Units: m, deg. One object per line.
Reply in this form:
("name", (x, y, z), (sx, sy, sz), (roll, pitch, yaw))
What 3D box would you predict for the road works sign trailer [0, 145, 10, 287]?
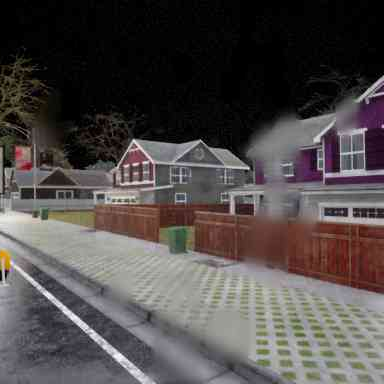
("road works sign trailer", (-6.106, 0.470, 8.408), (2.380, 3.560, 2.880), (0, 0, -38))
